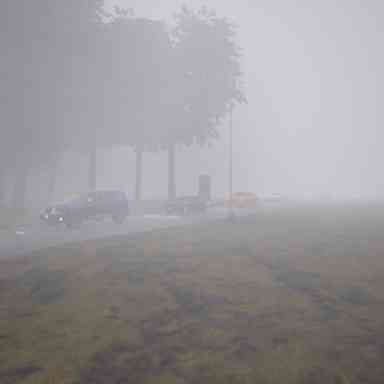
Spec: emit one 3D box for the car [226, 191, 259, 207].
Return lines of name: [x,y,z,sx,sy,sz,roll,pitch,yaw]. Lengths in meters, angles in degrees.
car: [5.585,0.703,36.642,2.097,1.767,4.553,1,1,35]

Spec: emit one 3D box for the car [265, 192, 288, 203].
car: [11.560,0.731,44.975,1.812,1.442,4.674,1,1,36]

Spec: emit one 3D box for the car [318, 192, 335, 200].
car: [22.462,0.668,55.322,1.895,1.301,4.718,1,1,35]

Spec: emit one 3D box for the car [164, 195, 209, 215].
car: [-0.383,1.023,28.265,1.837,1.490,4.892,1,2,35]

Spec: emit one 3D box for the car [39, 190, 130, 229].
car: [-6.209,0.919,20.027,2.150,2.045,5.566,1,2,34]
